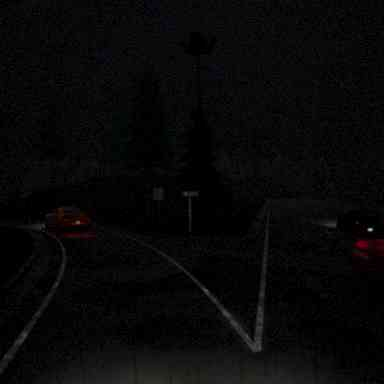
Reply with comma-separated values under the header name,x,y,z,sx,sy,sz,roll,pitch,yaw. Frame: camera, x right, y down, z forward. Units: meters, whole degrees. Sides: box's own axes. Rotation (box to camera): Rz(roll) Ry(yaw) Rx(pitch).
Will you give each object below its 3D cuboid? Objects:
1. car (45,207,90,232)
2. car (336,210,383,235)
name,x,y,z,sx,sy,sz,roll,pitch,yaw
car,-8.507,1.758,22.499,1.882,1.535,5.008,0,-1,-37
car,9.940,1.721,19.766,1.895,1.301,4.718,-1,-1,13
